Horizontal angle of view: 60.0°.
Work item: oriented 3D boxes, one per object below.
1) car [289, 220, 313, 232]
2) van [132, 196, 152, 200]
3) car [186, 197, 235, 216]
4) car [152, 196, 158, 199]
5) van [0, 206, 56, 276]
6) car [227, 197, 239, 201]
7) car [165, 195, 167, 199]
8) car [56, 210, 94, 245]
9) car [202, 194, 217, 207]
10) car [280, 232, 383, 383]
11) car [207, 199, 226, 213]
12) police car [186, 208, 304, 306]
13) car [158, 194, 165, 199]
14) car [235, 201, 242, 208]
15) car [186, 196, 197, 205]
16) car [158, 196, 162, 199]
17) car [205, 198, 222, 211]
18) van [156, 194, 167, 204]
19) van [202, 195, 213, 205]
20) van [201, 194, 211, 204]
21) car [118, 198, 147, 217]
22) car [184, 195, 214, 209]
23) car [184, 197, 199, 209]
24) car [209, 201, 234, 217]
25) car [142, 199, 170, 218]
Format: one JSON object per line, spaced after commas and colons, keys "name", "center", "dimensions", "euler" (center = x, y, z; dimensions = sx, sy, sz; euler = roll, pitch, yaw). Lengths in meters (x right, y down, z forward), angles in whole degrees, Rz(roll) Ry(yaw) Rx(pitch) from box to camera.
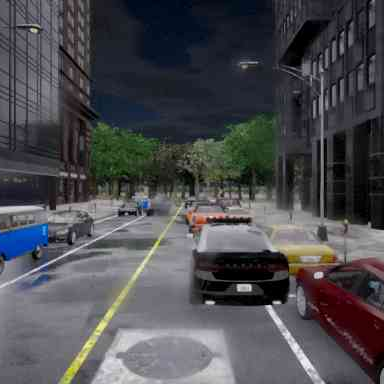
{"name": "car", "center": [2.750, 1.526, 10.039], "dimensions": [1.752, 1.417, 4.829], "euler": [0, 0, 0]}
{"name": "van", "center": [-5.806, 1.347, 37.048], "dimensions": [1.690, 1.788, 3.998], "euler": [0, 0, 0]}
{"name": "car", "center": [0.879, 1.353, 18.105], "dimensions": [2.097, 1.767, 4.553], "euler": [0, 0, 0]}
{"name": "car", "center": [-5.812, 1.534, 42.315], "dimensions": [1.752, 1.417, 4.829], "euler": [0, 0, 0]}
{"name": "van", "center": [-5.775, 1.341, 9.860], "dimensions": [1.690, 1.788, 3.998], "euler": [0, 0, 0]}
{"name": "car", "center": [2.731, 1.318, 26.182], "dimensions": [2.192, 1.841, 5.009], "euler": [0, 0, 0]}
{"name": "car", "center": [-5.830, 1.458, 58.798], "dimensions": [1.967, 1.590, 4.097], "euler": [0, 0, 0]}
{"name": "car", "center": [-5.781, 1.552, 15.297], "dimensions": [2.008, 1.369, 4.403], "euler": [0, 0, 0]}
{"name": "car", "center": [2.701, 1.329, 53.370], "dimensions": [2.192, 1.841, 5.009], "euler": [0, 0, 0]}
{"name": "car", "center": [2.756, 1.545, 4.432], "dimensions": [1.887, 1.381, 4.507], "euler": [0, 0, 0]}
{"name": "car", "center": [2.719, 1.532, 37.227], "dimensions": [1.752, 1.417, 4.829], "euler": [0, 0, 0]}
{"name": "police car", "center": [0.890, 1.426, 8.244], "dimensions": [1.930, 1.638, 5.238], "euler": [0, 0, 0]}
{"name": "car", "center": [-5.824, 1.539, 53.191], "dimensions": [1.752, 1.417, 4.829], "euler": [0, 0, 0]}
{"name": "car", "center": [2.738, 1.527, 20.914], "dimensions": [1.752, 1.417, 4.829], "euler": [0, 0, 0]}
{"name": "car", "center": [-0.067, 1.523, 59.356], "dimensions": [1.837, 1.490, 4.892], "euler": [0, 0, 0]}
{"name": "car", "center": [-5.818, 1.577, 47.923], "dimensions": [1.947, 1.339, 4.313], "euler": [0, 0, 0]}
{"name": "car", "center": [2.713, 1.553, 42.495], "dimensions": [1.887, 1.381, 4.507], "euler": [0, 0, 0]}
{"name": "van", "center": [-5.836, 1.362, 64.236], "dimensions": [1.690, 1.788, 3.998], "euler": [0, 0, 0]}
{"name": "van", "center": [2.695, 1.359, 58.807], "dimensions": [1.690, 1.788, 3.998], "euler": [0, 0, 0]}
{"name": "van", "center": [2.689, 1.362, 64.245], "dimensions": [1.690, 1.788, 3.998], "euler": [0, 0, 0]}
{"name": "car", "center": [-5.799, 1.570, 31.610], "dimensions": [1.947, 1.339, 4.313], "euler": [0, 0, 0]}
{"name": "car", "center": [0.688, 1.354, 24.132], "dimensions": [2.097, 1.767, 4.553], "euler": [0, 0, 2]}
{"name": "car", "center": [-0.040, 1.515, 45.791], "dimensions": [1.837, 1.490, 4.892], "euler": [0, 0, 1]}
{"name": "car", "center": [2.726, 1.555, 31.619], "dimensions": [2.008, 1.369, 4.403], "euler": [0, 0, 0]}
{"name": "car", "center": [-3.034, 1.605, 30.340], "dimensions": [1.895, 1.301, 4.718], "euler": [0, 0, 0]}
